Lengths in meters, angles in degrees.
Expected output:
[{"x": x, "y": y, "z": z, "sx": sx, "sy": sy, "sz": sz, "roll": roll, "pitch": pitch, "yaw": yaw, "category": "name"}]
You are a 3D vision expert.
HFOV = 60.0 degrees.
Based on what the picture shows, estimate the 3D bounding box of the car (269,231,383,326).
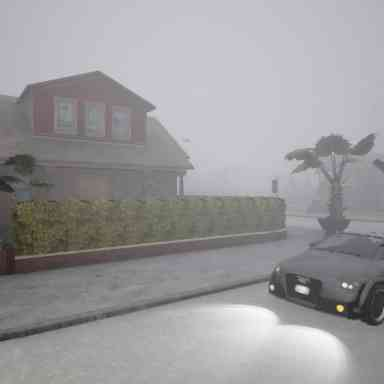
[{"x": 3.608, "y": 1.564, "z": 7.101, "sx": 4.181, "sy": 1.385, "sz": 1.994, "roll": 0, "pitch": 0, "yaw": -35, "category": "car"}]
